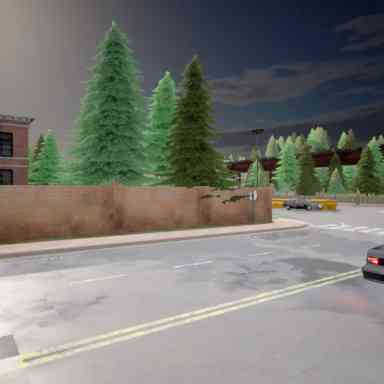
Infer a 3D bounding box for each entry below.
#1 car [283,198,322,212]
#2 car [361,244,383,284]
[{"bbox_3d":[13.198,1.491,39.832,2.128,1.511,4.902,0,0,-35],"label":"car"},{"bbox_3d":[6.347,1.547,8.253,5.357,1.411,2.033,0,0,-35],"label":"car"}]
